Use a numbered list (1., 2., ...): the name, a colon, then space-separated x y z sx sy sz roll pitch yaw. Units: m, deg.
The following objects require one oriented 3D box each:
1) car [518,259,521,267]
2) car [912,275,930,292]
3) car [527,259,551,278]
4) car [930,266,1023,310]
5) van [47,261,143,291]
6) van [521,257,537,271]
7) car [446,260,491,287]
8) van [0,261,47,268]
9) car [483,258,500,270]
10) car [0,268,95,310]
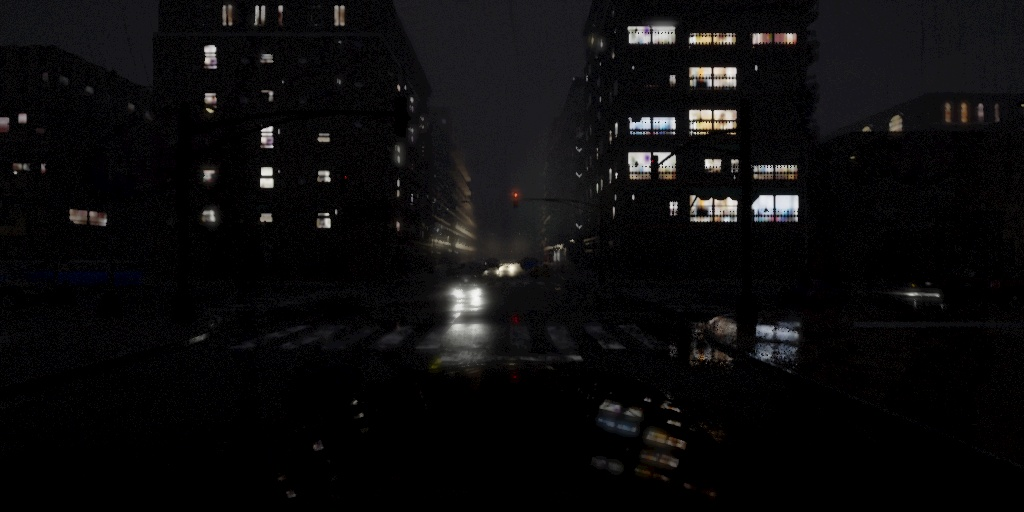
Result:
1. car: 2.458 1.042 53.081 2.192 1.841 5.009 0 0 0
2. car: 23.550 1.266 18.521 4.181 1.385 1.994 0 -1 1
3. car: 2.629 1.254 33.595 1.751 1.417 4.829 0 0 0
4. car: 18.665 1.090 13.165 4.097 1.591 1.967 0 0 1
5. van: -24.850 1.168 21.631 3.998 1.789 1.690 0 0 1
6. van: 2.502 1.068 47.428 1.690 1.789 3.998 0 0 0
7. car: -2.798 1.228 24.302 2.128 1.511 4.902 0 0 0
8. van: -30.444 1.179 21.707 3.998 1.789 1.690 0 0 1
9. car: -2.858 1.062 52.670 2.097 1.767 4.553 0 0 0
10. car: -19.362 1.277 13.677 4.403 1.370 2.007 0 0 1
